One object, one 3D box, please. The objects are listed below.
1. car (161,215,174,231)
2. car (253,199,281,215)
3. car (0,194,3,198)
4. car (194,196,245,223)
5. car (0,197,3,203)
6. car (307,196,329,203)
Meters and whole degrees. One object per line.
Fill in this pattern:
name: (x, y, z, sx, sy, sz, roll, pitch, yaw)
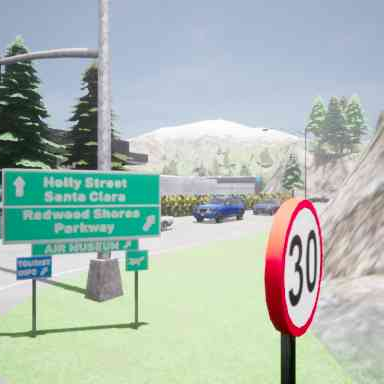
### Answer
car: (-3.253, 1.792, 20.021, 1.895, 1.301, 4.718, 0, 0, 36)
car: (8.345, 1.544, 36.034, 2.097, 1.767, 4.553, 0, 0, 36)
car: (-38.725, 1.490, 69.883, 4.514, 1.523, 2.007, 0, 0, 35)
car: (2.431, 1.413, 27.877, 2.150, 2.045, 5.566, 0, 0, 36)
car: (-12.410, 1.505, 26.008, 1.905, 1.878, 3.866, 0, 0, 35)
car: (28.319, 1.717, 74.690, 2.128, 1.511, 4.902, 0, 0, -42)
